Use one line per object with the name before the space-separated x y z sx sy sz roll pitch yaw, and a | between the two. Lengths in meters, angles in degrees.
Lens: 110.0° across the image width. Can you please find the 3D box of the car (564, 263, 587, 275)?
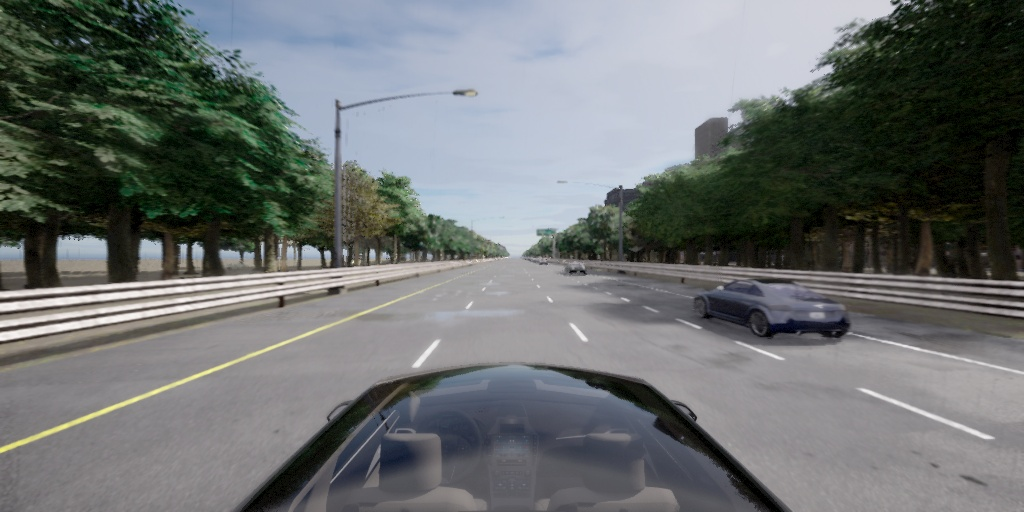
car | 7.085 1.430 40.466 1.895 1.301 4.718 0 0 0

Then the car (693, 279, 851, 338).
car | 7.005 1.332 10.232 1.994 1.385 4.181 0 0 0
